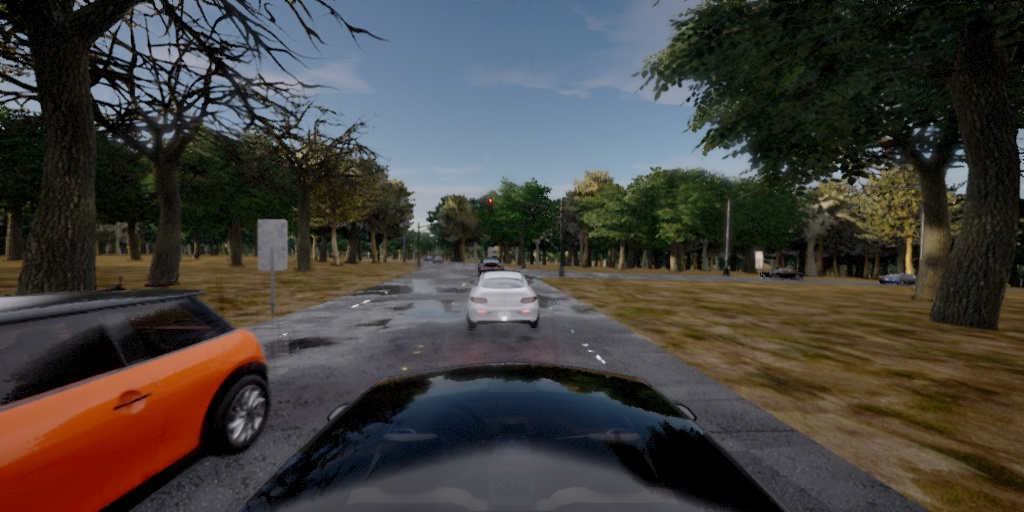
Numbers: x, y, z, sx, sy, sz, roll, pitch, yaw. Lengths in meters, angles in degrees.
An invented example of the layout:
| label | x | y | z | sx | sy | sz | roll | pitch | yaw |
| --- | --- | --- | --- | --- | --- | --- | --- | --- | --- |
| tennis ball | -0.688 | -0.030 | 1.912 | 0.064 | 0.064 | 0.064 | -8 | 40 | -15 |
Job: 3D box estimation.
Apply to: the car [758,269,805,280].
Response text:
| label | x | y | z | sx | sy | sz | roll | pitch | yaw |
| --- | --- | --- | --- | --- | --- | --- | --- | --- | --- |
| car | 32.515 | 2.214 | 43.304 | 4.718 | 1.301 | 1.895 | 2 | 0 | -7 |

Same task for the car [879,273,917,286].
| label | x | y | z | sx | sy | sz | roll | pitch | yaw |
| --- | --- | --- | --- | --- | --- | --- | --- | --- | --- |
| car | 44.797 | 2.715 | 41.186 | 4.181 | 1.385 | 1.994 | 3 | 0 | -7 |

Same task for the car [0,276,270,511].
| label | x | y | z | sx | sy | sz | roll | pitch | yaw |
| --- | --- | --- | --- | --- | --- | --- | --- | --- | --- |
| car | -3.652 | 1.097 | 1.971 | 2.097 | 1.767 | 4.553 | 0 | 1 | -1 |

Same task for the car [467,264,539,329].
| label | x | y | z | sx | sy | sz | roll | pitch | yaw |
| --- | --- | --- | --- | --- | --- | --- | --- | --- | --- |
| car | -0.296 | 1.146 | 10.572 | 1.812 | 1.442 | 4.674 | 0 | 1 | -3 |

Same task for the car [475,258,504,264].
| label | x | y | z | sx | sy | sz | roll | pitch | yaw |
| --- | --- | --- | --- | --- | --- | --- | --- | --- | --- |
| car | -1.665 | 0.897 | 26.814 | 1.837 | 1.490 | 4.892 | 0 | 1 | -7 |
